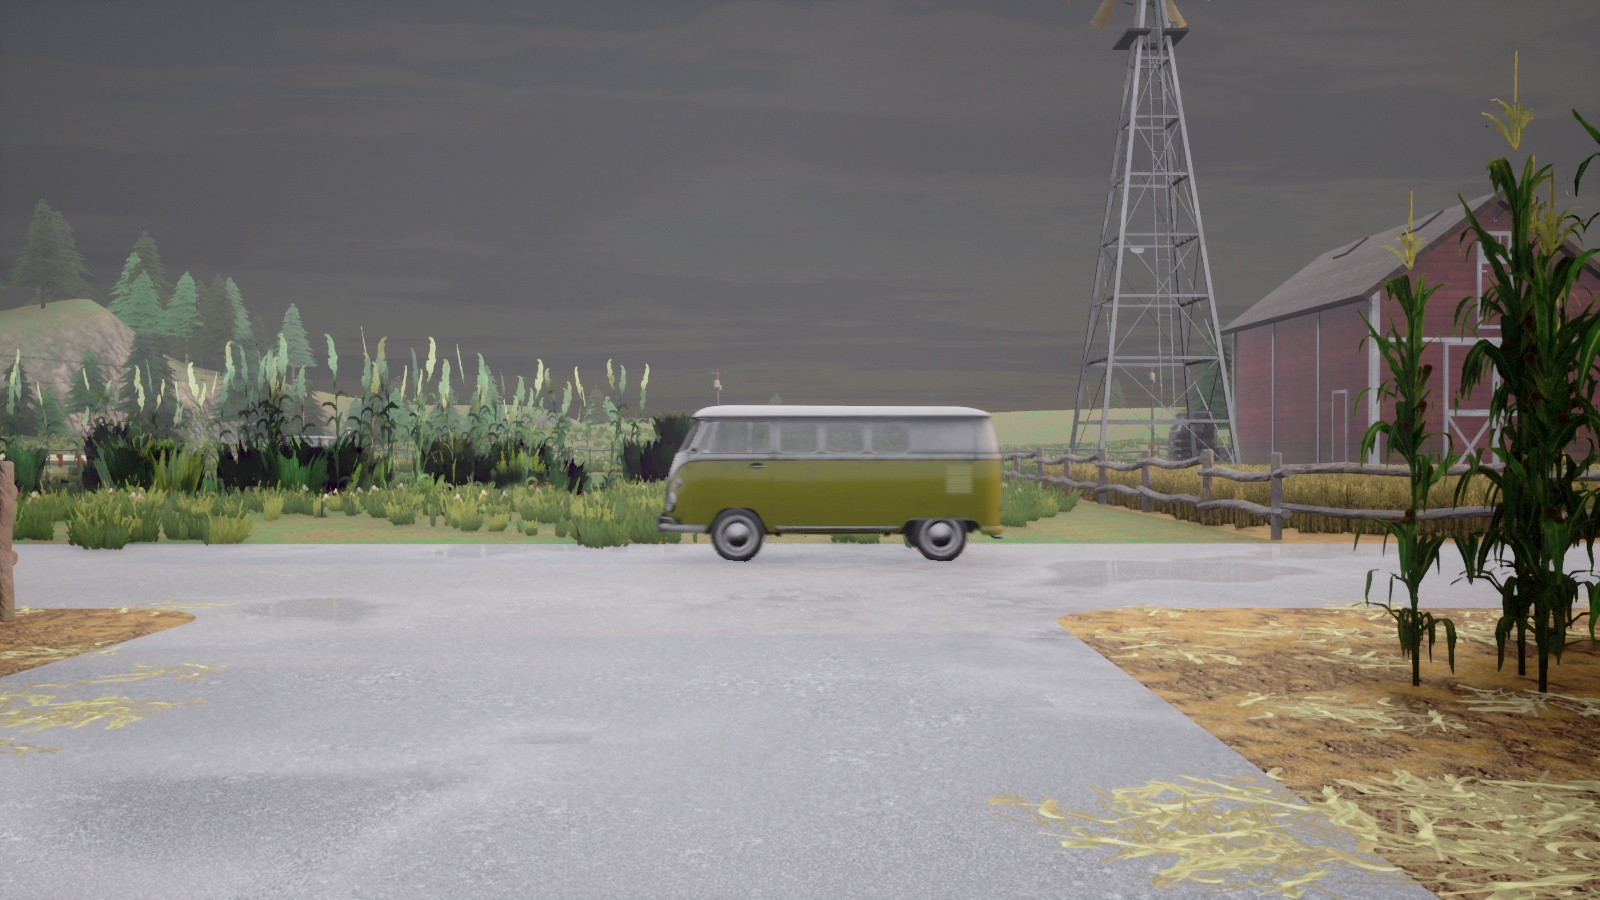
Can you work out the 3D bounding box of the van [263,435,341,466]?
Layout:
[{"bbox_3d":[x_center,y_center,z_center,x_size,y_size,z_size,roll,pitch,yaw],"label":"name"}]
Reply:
[{"bbox_3d":[-32.384,0.012,81.695,4.442,1.987,1.775,0,0,6],"label":"van"}]

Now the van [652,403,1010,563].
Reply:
[{"bbox_3d":[0.385,0.406,16.469,4.442,1.987,1.775,0,0,0],"label":"van"}]

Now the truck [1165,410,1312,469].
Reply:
[{"bbox_3d":[26.331,-0.643,75.704,7.936,3.462,2.891,0,0,6],"label":"truck"}]
